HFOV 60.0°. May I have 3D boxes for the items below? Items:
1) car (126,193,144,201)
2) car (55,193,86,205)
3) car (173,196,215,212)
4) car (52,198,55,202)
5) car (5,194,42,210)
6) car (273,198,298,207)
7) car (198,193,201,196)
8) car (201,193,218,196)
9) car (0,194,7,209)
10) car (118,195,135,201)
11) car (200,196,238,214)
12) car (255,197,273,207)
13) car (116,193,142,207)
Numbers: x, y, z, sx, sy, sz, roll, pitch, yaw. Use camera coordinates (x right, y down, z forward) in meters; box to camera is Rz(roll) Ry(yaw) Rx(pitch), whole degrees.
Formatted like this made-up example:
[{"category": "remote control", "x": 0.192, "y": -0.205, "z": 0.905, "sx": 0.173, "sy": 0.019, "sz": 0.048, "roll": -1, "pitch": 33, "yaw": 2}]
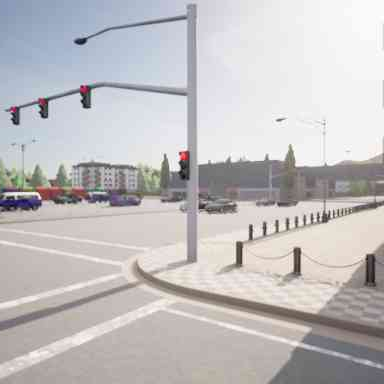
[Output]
[{"category": "car", "x": -13.779, "y": 1.153, "z": 80.473, "sx": 1.905, "sy": 1.878, "sz": 3.866, "roll": 0, "pitch": 0, "yaw": 36}, {"category": "car", "x": -24.105, "y": 1.149, "z": 66.319, "sx": 1.932, "sy": 1.855, "sz": 4.605, "roll": 0, "pitch": 0, "yaw": 36}, {"category": "car", "x": 0.485, "y": 1.525, "z": 38.042, "sx": 2.128, "sy": 1.511, "sz": 4.902, "roll": 0, "pitch": 0, "yaw": 36}, {"category": "car", "x": -26.405, "y": 1.357, "z": 68.081, "sx": 1.784, "sy": 1.438, "sz": 3.905, "roll": 0, "pitch": 0, "yaw": 36}, {"category": "car", "x": -23.984, "y": 1.403, "z": 47.632, "sx": 1.970, "sy": 1.475, "sz": 3.806, "roll": 0, "pitch": 0, "yaw": 36}, {"category": "car", "x": 14.821, "y": 1.669, "z": 51.669, "sx": 1.895, "sy": 1.301, "sz": 4.718, "roll": 0, "pitch": 0, "yaw": 36}, {"category": "car", "x": 2.083, "y": 1.173, "z": 68.918, "sx": 1.905, "sy": 1.878, "sz": 3.866, "roll": 0, "pitch": 0, "yaw": 36}, {"category": "car", "x": 4.387, "y": 1.173, "z": 67.166, "sx": 1.932, "sy": 1.855, "sz": 4.605, "roll": 0, "pitch": 0, "yaw": 36}, {"category": "car", "x": -26.320, "y": 1.368, "z": 49.342, "sx": 1.784, "sy": 1.438, "sz": 3.905, "roll": 0, "pitch": 0, "yaw": 36}, {"category": "car", "x": -16.109, "y": 1.389, "z": 82.191, "sx": 1.970, "sy": 1.475, "sz": 3.806, "roll": 0, "pitch": 0, "yaw": 36}, {"category": "car", "x": 3.248, "y": 1.541, "z": 35.890, "sx": 1.837, "sy": 1.490, "sz": 4.892, "roll": 0, "pitch": 0, "yaw": 36}, {"category": "car", "x": 12.007, "y": 1.580, "z": 53.749, "sx": 1.812, "sy": 1.442, "sz": 4.674, "roll": 0, "pitch": 0, "yaw": 36}, {"category": "car", "x": -10.413, "y": 1.409, "z": 56.417, "sx": 1.970, "sy": 1.475, "sz": 3.806, "roll": 0, "pitch": 0, "yaw": 36}]
